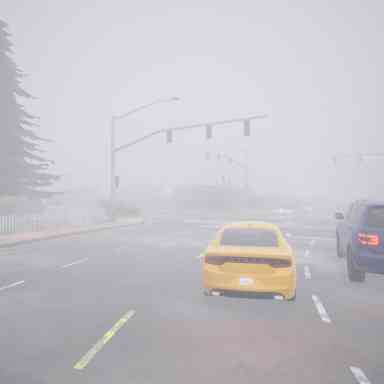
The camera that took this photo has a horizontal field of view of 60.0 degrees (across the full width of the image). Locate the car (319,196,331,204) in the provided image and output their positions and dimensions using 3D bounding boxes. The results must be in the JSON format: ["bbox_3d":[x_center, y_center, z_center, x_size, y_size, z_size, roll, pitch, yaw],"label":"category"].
[{"bbox_3d":[24.343,1.564,62.756,1.994,1.385,4.181,0,0,32],"label":"car"}]

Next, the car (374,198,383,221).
[{"bbox_3d":[16.996,1.388,26.179,4.553,1.767,2.097,0,0,32],"label":"car"}]

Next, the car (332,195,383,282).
[{"bbox_3d":[5.479,1.221,9.507,2.150,2.045,5.566,0,0,19],"label":"car"}]

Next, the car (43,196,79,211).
[{"bbox_3d":[-16.939,1.407,43.044,4.553,1.767,2.097,0,0,32],"label":"car"}]

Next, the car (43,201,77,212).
[{"bbox_3d":[-15.011,1.581,37.705,4.674,1.442,1.812,0,0,32],"label":"car"}]

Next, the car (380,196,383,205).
[{"bbox_3d":[35.374,1.477,60.415,1.882,1.535,5.008,0,0,32],"label":"car"}]

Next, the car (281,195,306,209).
[{"bbox_3d":[13.550,1.491,45.350,2.128,1.511,4.902,0,0,32],"label":"car"}]

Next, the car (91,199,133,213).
[{"bbox_3d":[-9.226,1.560,38.216,4.892,1.490,1.837,0,0,32],"label":"car"}]

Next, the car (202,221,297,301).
[{"bbox_3d":[1.513,1.478,8.484,1.882,1.535,5.008,0,0,12],"label":"car"}]

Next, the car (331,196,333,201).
[{"bbox_3d":[30.056,1.524,72.001,1.812,1.442,4.674,0,0,32],"label":"car"}]

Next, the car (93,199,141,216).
[{"bbox_3d":[-7.172,1.560,32.794,4.892,1.490,1.837,0,0,34],"label":"car"}]

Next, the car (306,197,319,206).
[{"bbox_3d":[18.698,1.526,53.694,1.812,1.442,4.674,0,0,31],"label":"car"}]
